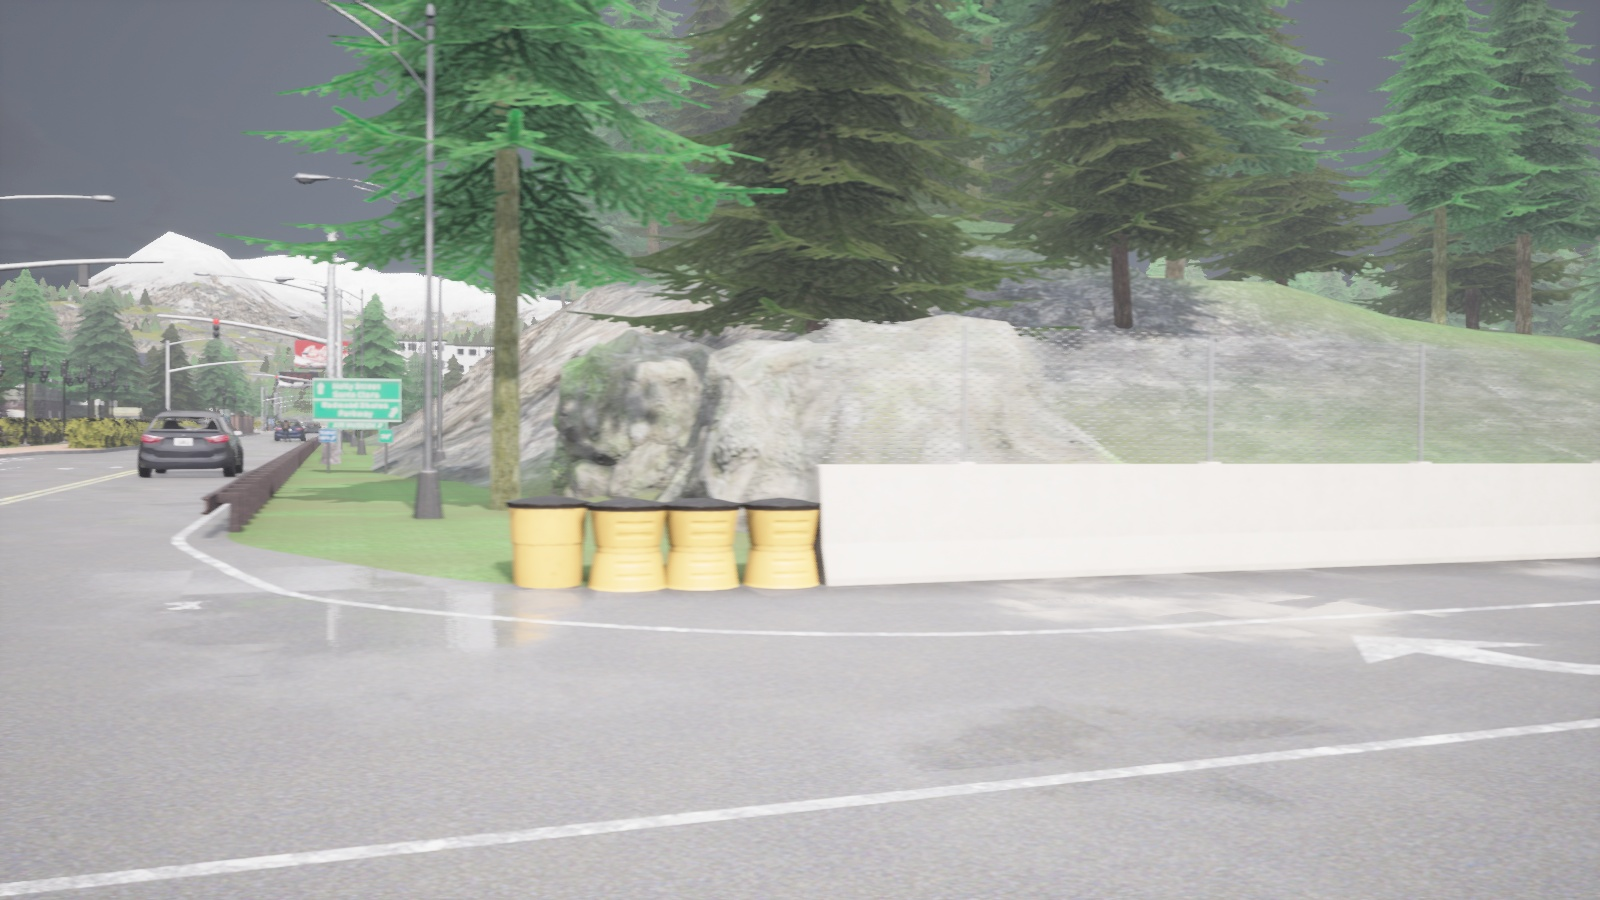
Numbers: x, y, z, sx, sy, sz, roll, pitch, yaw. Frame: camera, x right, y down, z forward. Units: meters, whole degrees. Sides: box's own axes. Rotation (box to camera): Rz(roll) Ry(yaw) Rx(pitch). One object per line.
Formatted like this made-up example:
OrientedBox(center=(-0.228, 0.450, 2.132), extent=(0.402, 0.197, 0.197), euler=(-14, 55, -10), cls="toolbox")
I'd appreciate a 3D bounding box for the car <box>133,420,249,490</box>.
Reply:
OrientedBox(center=(-15.719, 0.089, 32.655), extent=(2.242, 1.667, 4.611), euler=(-1, 1, -20), cls="car")
